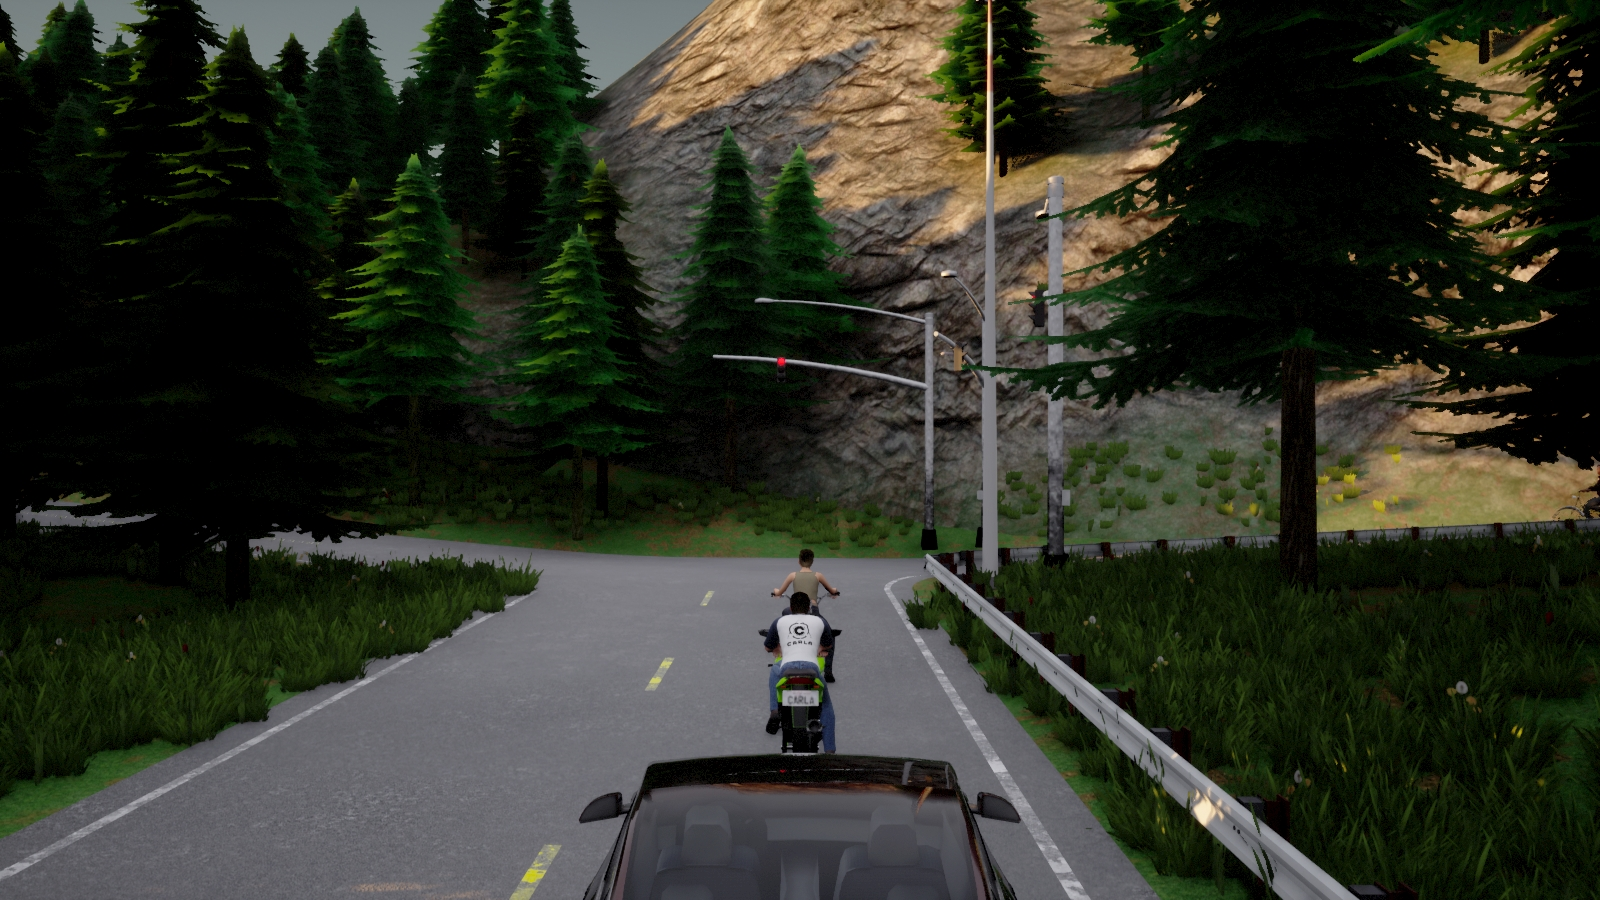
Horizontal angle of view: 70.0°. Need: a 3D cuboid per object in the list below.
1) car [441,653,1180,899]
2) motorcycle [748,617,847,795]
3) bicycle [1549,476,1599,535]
[{"bbox_3d":[0.029,2.063,5.012,2.163,1.488,4.792,0,0,0],"label":"car"},{"bbox_3d":[-0.020,2.213,10.238,0.803,1.145,2.033,0,0,0],"label":"motorcycle"},{"bbox_3d":[20.800,1.436,29.925,1.835,1.471,0.329,-5,-2,26],"label":"bicycle"}]
